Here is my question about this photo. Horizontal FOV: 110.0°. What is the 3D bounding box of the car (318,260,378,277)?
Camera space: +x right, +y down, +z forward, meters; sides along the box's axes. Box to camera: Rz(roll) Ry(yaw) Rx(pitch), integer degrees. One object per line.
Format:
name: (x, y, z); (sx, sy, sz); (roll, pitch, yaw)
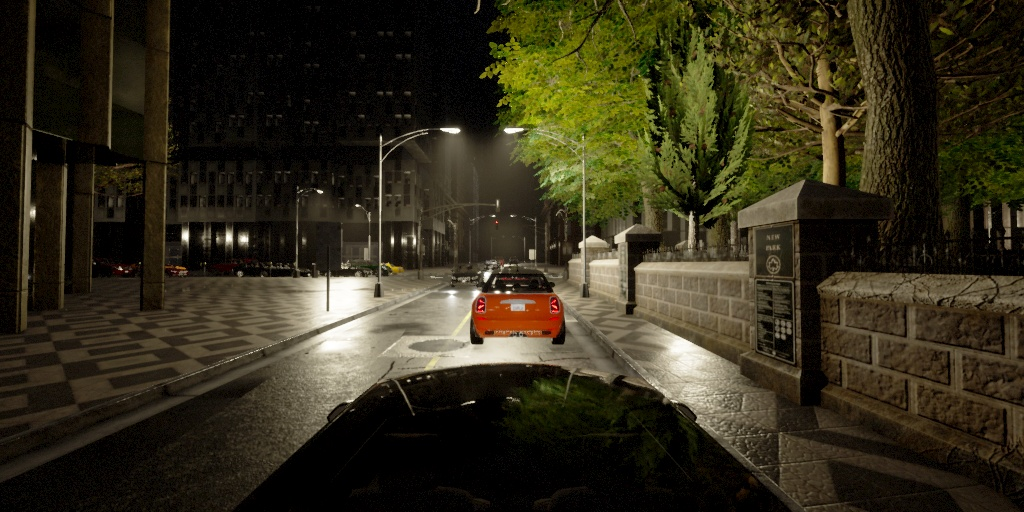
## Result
car: (-14.508, 1.267, 31.466); (4.403, 1.370, 2.007); (0, 0, 1)

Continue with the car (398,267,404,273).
car: (-14.602, 1.425, 39.990); (4.829, 1.417, 1.751); (0, 0, 1)

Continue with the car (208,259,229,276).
car: (-30.968, 1.236, 40.154); (5.009, 1.841, 2.192); (0, 0, 1)

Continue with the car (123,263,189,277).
car: (-31.046, 1.320, 31.631); (4.207, 1.307, 1.802); (0, 0, 1)

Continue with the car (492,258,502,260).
car: (-2.764, 1.316, 47.280); (2.128, 1.511, 4.902); (0, 0, -2)

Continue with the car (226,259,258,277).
car: (-23.884, 1.291, 34.238); (4.892, 1.490, 1.837); (0, -1, 0)

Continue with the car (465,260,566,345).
car: (0.129, 1.107, 9.689); (2.097, 1.767, 4.553); (0, 0, 0)

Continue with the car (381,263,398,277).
car: (-13.739, 1.125, 34.138); (4.553, 1.767, 2.097); (0, -1, 0)

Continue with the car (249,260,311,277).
car: (-20.021, 1.289, 31.521); (4.313, 1.339, 1.948); (0, 0, 1)

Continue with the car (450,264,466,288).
car: (-2.904, 1.286, 24.080); (1.837, 1.490, 4.892); (0, 0, 0)

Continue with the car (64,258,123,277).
car: (-36.559, 1.061, 31.686); (5.009, 1.841, 2.192); (0, 0, 1)

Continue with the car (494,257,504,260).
car: (-2.827, 1.365, 59.246); (1.837, 1.490, 4.892); (0, -1, 0)
